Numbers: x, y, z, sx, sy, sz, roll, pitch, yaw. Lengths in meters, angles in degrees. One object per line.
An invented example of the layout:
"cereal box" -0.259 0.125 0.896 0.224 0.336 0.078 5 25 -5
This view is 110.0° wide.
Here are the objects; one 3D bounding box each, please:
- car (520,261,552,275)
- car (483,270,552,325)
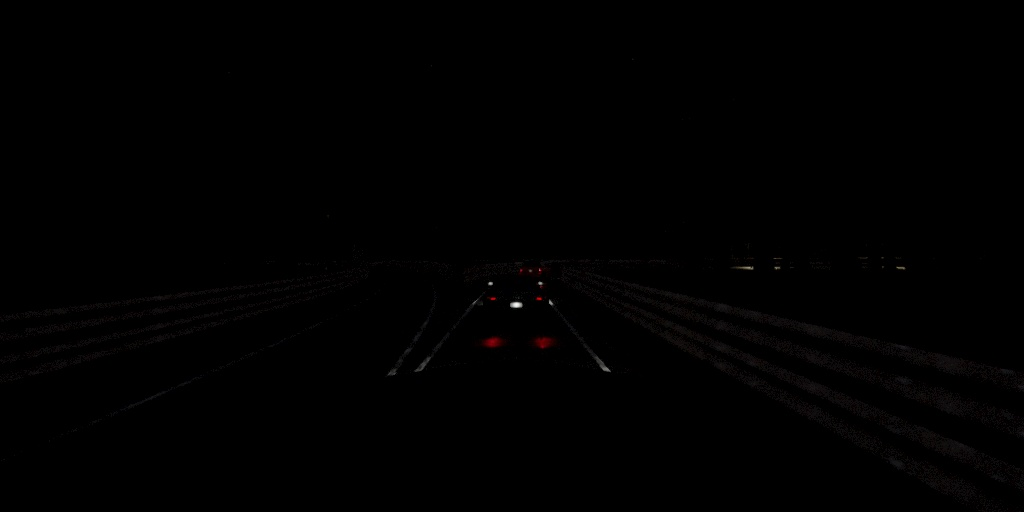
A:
"car" 2.072 1.205 30.782 2.097 1.767 4.553 -1 0 16
"car" 0.121 1.337 11.983 1.994 1.385 4.181 0 0 0
